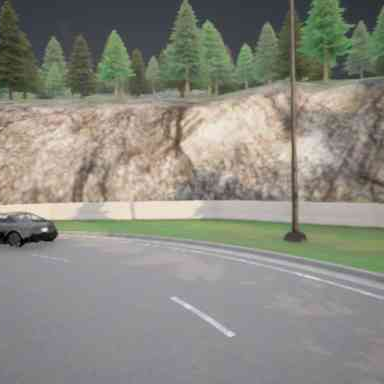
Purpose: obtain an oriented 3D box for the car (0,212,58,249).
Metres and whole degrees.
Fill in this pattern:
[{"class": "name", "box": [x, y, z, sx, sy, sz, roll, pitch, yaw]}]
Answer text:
[{"class": "car", "box": [-7.973, 1.560, 14.474, 4.181, 1.385, 1.994, -1, 1, 21]}]
